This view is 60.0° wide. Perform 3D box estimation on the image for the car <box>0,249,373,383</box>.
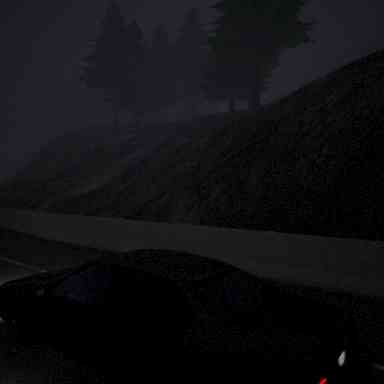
[{"bbox_3d":[-0.636,1.543,4.537,5.357,1.411,2.033,0,0,37],"label":"car"}]
